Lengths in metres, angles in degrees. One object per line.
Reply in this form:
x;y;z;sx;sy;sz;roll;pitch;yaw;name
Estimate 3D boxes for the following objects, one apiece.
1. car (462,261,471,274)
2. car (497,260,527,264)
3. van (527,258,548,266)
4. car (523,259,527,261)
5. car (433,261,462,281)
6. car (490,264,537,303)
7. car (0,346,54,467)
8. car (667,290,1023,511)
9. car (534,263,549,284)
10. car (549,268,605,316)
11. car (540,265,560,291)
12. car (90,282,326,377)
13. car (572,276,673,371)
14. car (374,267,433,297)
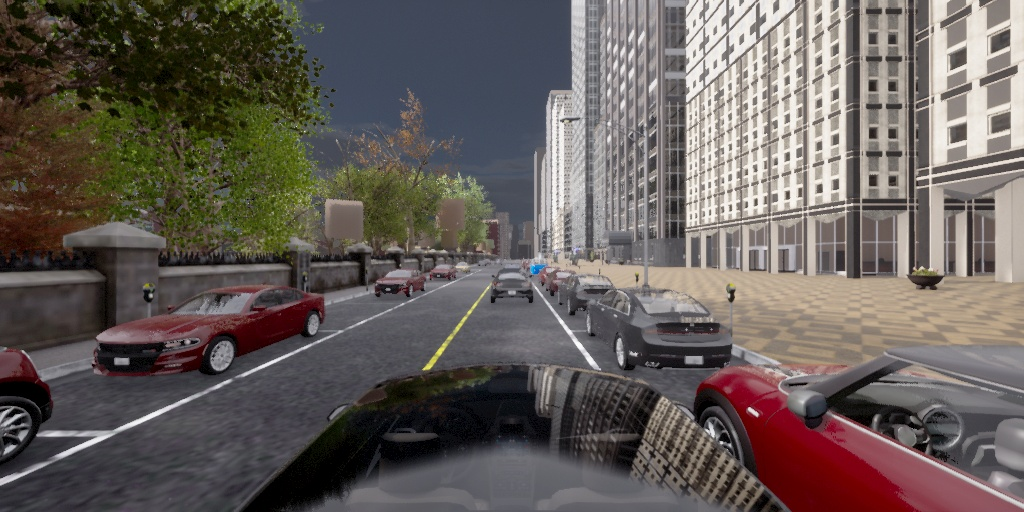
-5.691;1.292;41.099;1.751;1.417;4.829;0;0;0;car
0.000;1.322;31.501;2.033;1.411;5.357;0;0;0;car
2.690;1.102;35.637;1.690;1.789;3.998;0;0;0;van
2.690;1.354;46.900;1.802;1.307;4.207;0;0;0;car
-5.691;1.302;30.004;1.888;1.381;4.507;0;0;0;car
0.001;1.285;16.501;1.812;1.442;4.674;0;0;0;car
-5.691;1.188;1.843;1.967;1.591;4.097;0;0;0;car
2.690;1.188;1.843;1.967;1.591;4.097;0;0;0;car
2.690;1.336;24.372;1.802;1.307;4.207;0;0;0;car
2.689;1.300;13.107;2.007;1.370;4.403;0;0;0;car
2.690;1.333;18.740;1.802;1.307;4.207;0;0;0;car
-5.691;1.294;7.475;1.888;1.381;4.507;0;0;0;car
2.689;1.300;7.475;2.007;1.370;4.403;0;0;0;car
-5.691;1.296;18.740;1.888;1.381;4.507;0;0;0;car
